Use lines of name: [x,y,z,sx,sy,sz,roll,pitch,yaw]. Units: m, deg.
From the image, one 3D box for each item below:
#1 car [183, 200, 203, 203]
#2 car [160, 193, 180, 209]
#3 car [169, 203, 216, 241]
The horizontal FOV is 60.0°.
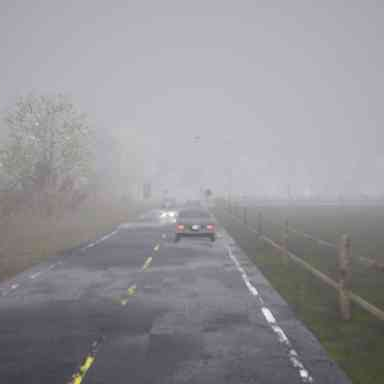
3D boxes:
car: [0.101,1.391,31.208,1.994,1.385,4.181,0,0,0]
car: [-2.747,1.266,40.450,2.128,1.511,4.902,0,0,0]
car: [0.105,1.463,16.014,2.033,1.411,5.357,0,0,-1]
